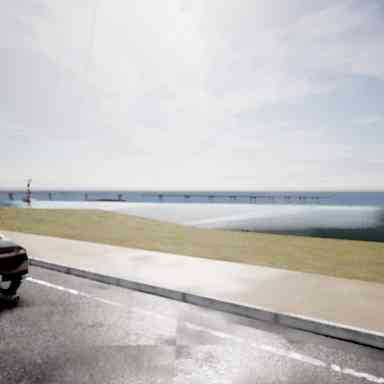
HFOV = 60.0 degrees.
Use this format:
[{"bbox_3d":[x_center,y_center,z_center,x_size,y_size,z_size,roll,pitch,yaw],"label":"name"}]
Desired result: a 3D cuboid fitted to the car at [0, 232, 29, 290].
[{"bbox_3d":[-5.771,1.476,7.803,4.902,1.511,2.128,0,0,36],"label":"car"}]
